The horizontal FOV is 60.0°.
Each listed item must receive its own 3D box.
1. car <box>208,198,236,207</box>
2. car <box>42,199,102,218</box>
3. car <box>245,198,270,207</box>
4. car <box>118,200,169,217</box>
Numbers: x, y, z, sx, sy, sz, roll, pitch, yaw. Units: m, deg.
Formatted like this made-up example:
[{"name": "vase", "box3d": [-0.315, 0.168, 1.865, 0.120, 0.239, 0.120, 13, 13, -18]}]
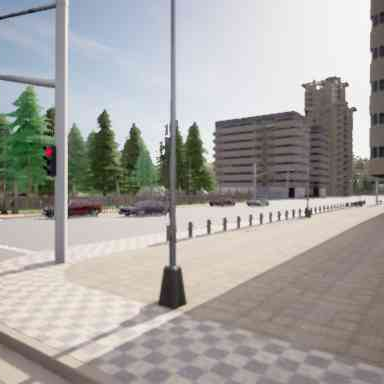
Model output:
[{"name": "car", "box3d": [4.327, 1.468, 47.481, 1.895, 1.301, 4.718, 0, 0, 36]}, {"name": "car", "box3d": [-9.873, 1.344, 27.679, 1.882, 1.535, 5.008, 0, 0, 36]}, {"name": "car", "box3d": [9.656, 1.488, 48.852, 1.895, 1.301, 4.718, 0, 0, 36]}, {"name": "car", "box3d": [-4.064, 1.433, 29.791, 2.033, 1.411, 5.357, 0, 0, 36]}]
